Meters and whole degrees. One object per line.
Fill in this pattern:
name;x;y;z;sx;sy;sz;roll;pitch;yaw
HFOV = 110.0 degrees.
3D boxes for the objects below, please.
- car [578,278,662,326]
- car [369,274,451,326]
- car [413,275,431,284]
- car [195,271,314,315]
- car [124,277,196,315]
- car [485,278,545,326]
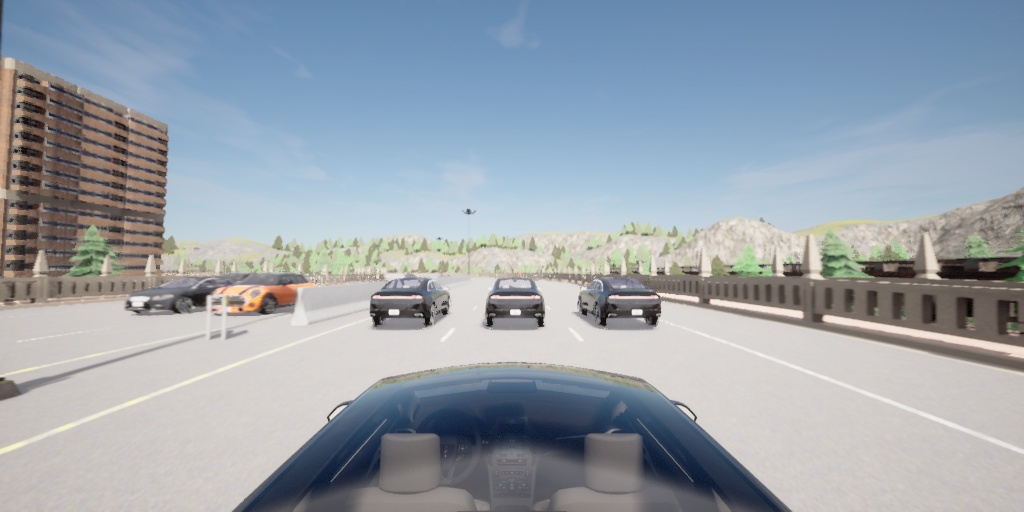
car;3.601;1.517;12.741;2.128;1.511;4.902;0;-3;0
car;-3.398;1.518;12.756;2.128;1.511;4.902;0;-3;0
car;-14.236;3.645;56.924;1.895;1.301;4.718;0;-3;-2
car;-10.598;1.509;15.586;2.097;1.767;4.553;0;-3;0
car;-14.098;1.666;15.964;2.128;1.511;4.902;0;-3;0
car;0.101;1.518;12.747;2.128;1.511;4.902;0;-3;0
